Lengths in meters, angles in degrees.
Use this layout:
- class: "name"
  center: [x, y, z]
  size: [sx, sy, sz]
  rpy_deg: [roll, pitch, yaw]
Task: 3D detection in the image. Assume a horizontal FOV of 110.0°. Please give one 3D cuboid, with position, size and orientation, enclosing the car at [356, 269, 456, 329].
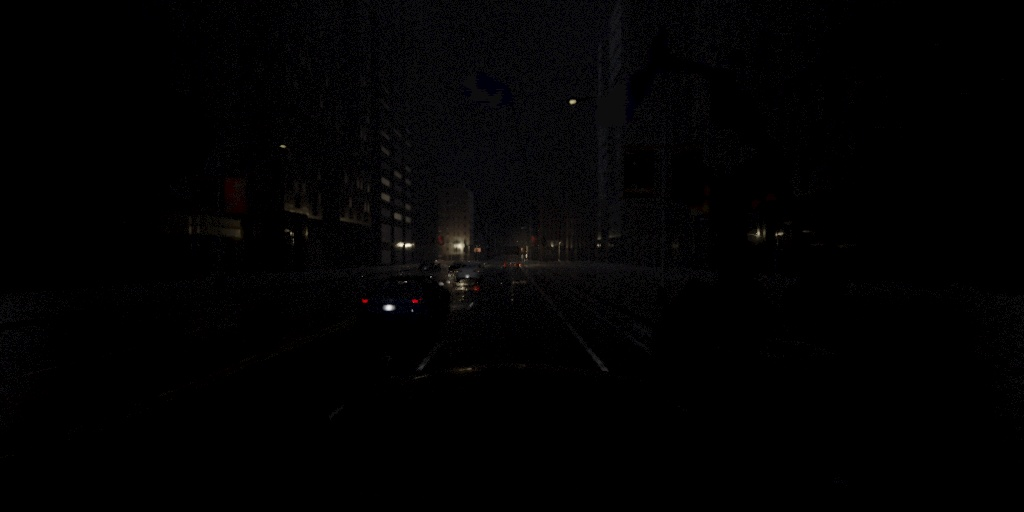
- class: "car"
  center: [-3.152, 1.287, 11.190]
  size: [1.994, 1.385, 4.181]
  rpy_deg: [0, 0, 0]

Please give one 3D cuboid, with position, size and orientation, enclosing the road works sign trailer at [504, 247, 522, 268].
- class: "road works sign trailer"
  center: [0.000, 0.167, 58.953]
  size: [2.380, 3.560, 2.880]
  rpy_deg: [0, 0, 1]

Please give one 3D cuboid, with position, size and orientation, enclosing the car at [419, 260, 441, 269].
- class: "car"
  center: [-9.838, 1.177, 43.166]
  size: [2.128, 1.511, 4.902]
  rpy_deg: [0, 0, 0]

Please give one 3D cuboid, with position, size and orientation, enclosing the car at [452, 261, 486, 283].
- class: "car"
  center: [-3.153, 1.216, 27.549]
  size: [1.812, 1.442, 4.674]
  rpy_deg: [0, 0, 0]

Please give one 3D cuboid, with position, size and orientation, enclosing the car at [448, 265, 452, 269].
- class: "car"
  center: [-6.587, 1.287, 44.031]
  size: [1.895, 1.301, 4.718]
  rpy_deg: [0, 0, 0]
